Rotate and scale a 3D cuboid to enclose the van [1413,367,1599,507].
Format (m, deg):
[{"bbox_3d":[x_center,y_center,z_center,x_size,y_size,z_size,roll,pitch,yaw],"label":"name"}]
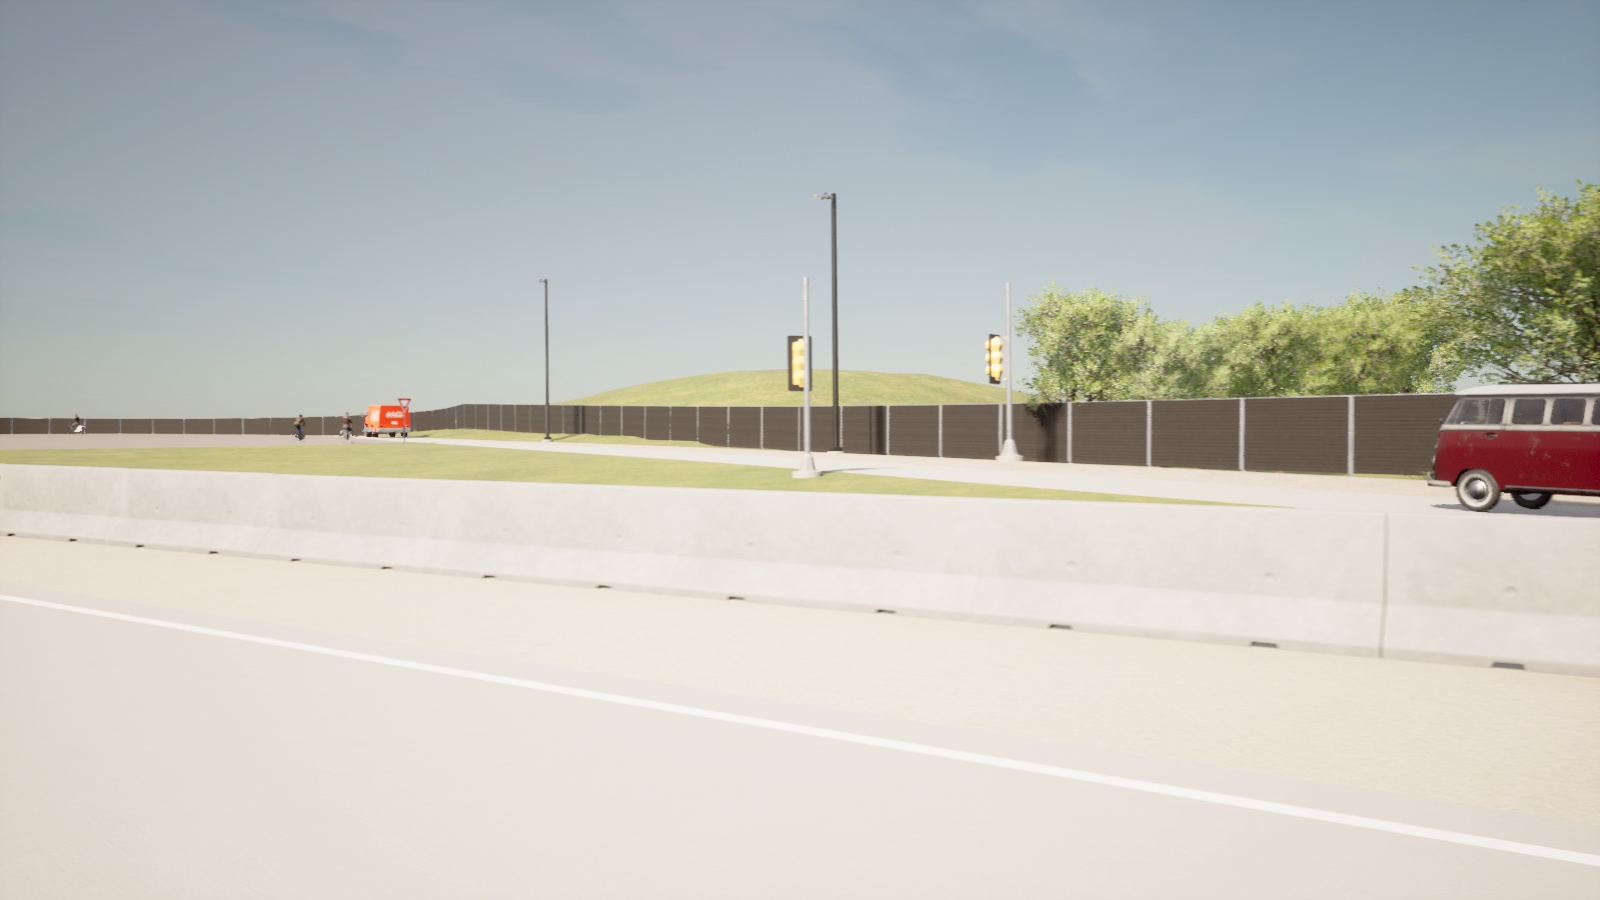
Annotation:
[{"bbox_3d":[11.766,-0.211,18.754,1.775,1.987,4.442,-2,2,-31],"label":"van"}]
